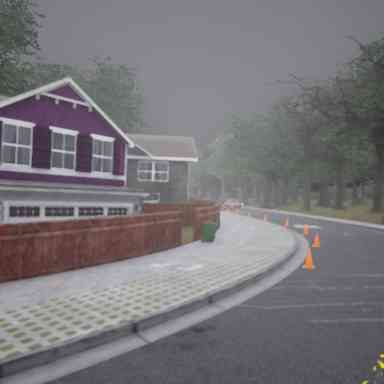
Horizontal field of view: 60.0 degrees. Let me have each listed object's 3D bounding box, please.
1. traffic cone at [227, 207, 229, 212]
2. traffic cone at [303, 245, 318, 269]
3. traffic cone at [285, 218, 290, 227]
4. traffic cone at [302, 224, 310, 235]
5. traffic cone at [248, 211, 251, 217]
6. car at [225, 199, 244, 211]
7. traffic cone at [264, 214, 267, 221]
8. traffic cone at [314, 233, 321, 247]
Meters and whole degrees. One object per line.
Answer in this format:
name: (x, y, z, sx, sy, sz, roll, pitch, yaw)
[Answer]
traffic cone: (4.761, 2.282, 43.343, 0.340, 0.580, 0.340, 2, -1, -6)
traffic cone: (3.680, 2.067, 10.437, 0.340, 0.580, 0.340, 1, 0, 29)
traffic cone: (6.749, 2.142, 23.590, 0.340, 0.580, 0.340, 2, 0, -2)
traffic cone: (6.525, 2.123, 19.044, 0.340, 0.580, 0.340, 1, 0, 8)
traffic cone: (5.786, 2.205, 33.394, 0.340, 0.580, 0.340, 2, -1, -6)
car: (6.172, 1.775, 48.480, 2.097, 1.767, 4.553, 2, 0, -6)
traffic cone: (6.299, 2.168, 28.419, 0.340, 0.580, 0.340, 2, -1, -6)
traffic cone: (5.491, 2.100, 14.612, 0.340, 0.580, 0.340, 1, 0, 18)
